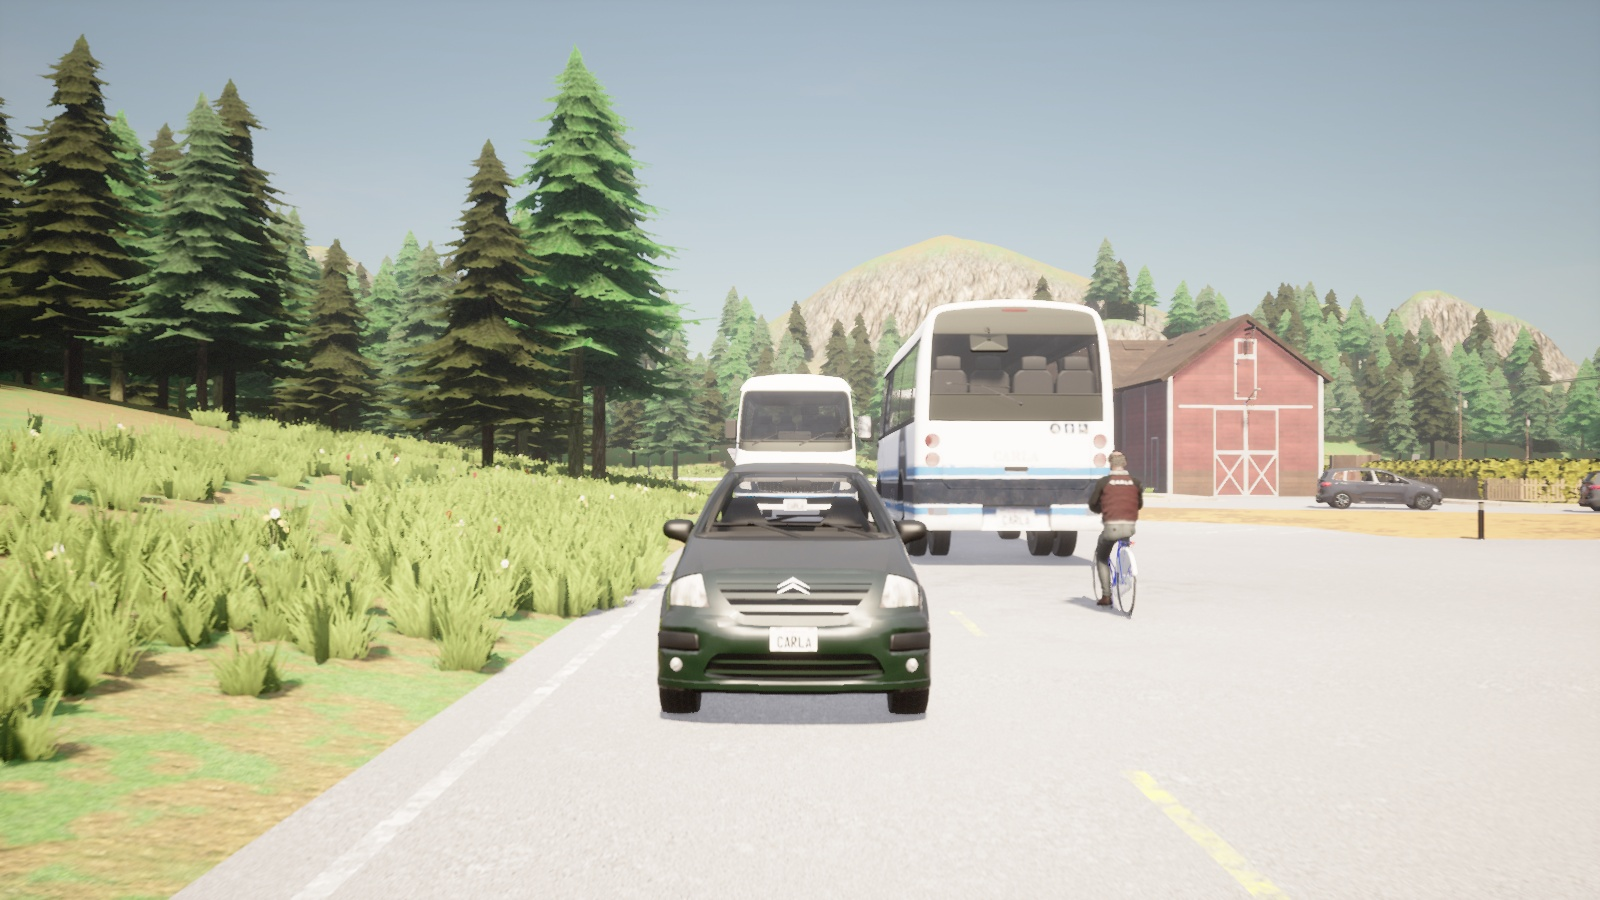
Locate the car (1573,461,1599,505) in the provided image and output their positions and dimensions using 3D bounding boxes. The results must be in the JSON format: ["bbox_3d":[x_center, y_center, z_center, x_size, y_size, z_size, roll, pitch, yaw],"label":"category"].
[{"bbox_3d":[32.104,1.237,47.388,4.611,1.667,2.242,0,-1,19],"label":"car"}]

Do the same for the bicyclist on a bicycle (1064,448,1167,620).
[{"bbox_3d":[3.458,0.880,13.909,0.659,1.776,1.843,0,-1,0],"label":"bicyclist on a bicycle"}]

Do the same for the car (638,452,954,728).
[{"bbox_3d":[-0.029,0.853,9.381,1.851,1.617,3.988,0,-1,0],"label":"car"}]

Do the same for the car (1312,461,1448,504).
[{"bbox_3d":[23.075,1.272,50.172,4.611,1.667,2.242,0,-1,16],"label":"car"}]

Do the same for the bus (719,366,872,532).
[{"bbox_3d":[-0.118,0.007,37.536,3.944,4.253,10.273,0,0,0],"label":"bus"}]

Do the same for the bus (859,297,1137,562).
[{"bbox_3d":[3.419,-0.193,25.347,3.944,4.253,10.273,0,-2,0],"label":"bus"}]
